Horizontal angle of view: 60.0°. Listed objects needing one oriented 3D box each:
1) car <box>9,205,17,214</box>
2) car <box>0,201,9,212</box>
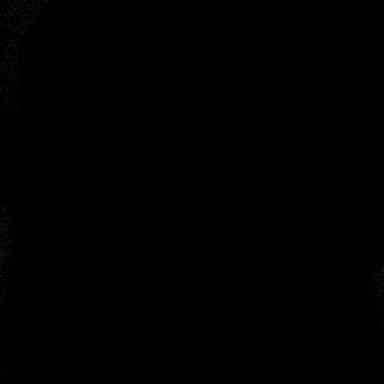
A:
[{"bbox_3d":[-16.225,1.514,33.541,1.802,1.307,4.206,0,-1,36],"label":"car"},{"bbox_3d":[-19.368,1.171,29.152,2.192,1.841,5.009,0,-1,36],"label":"car"}]
